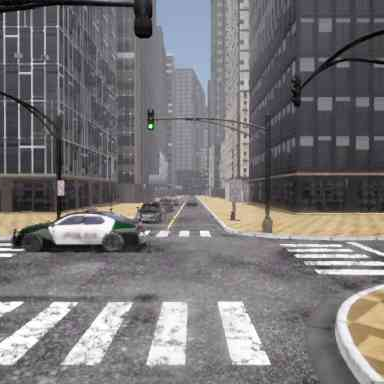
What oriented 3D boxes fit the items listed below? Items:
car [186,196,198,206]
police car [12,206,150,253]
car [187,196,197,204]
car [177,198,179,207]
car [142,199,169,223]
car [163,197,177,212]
[{"bbox_3d":[0.001,1.578,55.439,2.033,1.411,5.357,0,0,0],"label":"car"},{"bbox_3d":[-4.399,1.501,13.201,4.974,1.542,2.038,0,1,1],"label":"police car"},{"bbox_3d":[0.002,1.570,65.857,1.812,1.442,4.674,0,0,0],"label":"car"},{"bbox_3d":[-3.060,1.520,53.119,2.128,1.511,4.902,0,0,0],"label":"car"},{"bbox_3d":[-3.093,1.509,25.835,1.837,1.490,4.892,0,0,0],"label":"car"},{"bbox_3d":[-3.092,1.519,38.672,1.837,1.490,4.892,0,0,0],"label":"car"}]
